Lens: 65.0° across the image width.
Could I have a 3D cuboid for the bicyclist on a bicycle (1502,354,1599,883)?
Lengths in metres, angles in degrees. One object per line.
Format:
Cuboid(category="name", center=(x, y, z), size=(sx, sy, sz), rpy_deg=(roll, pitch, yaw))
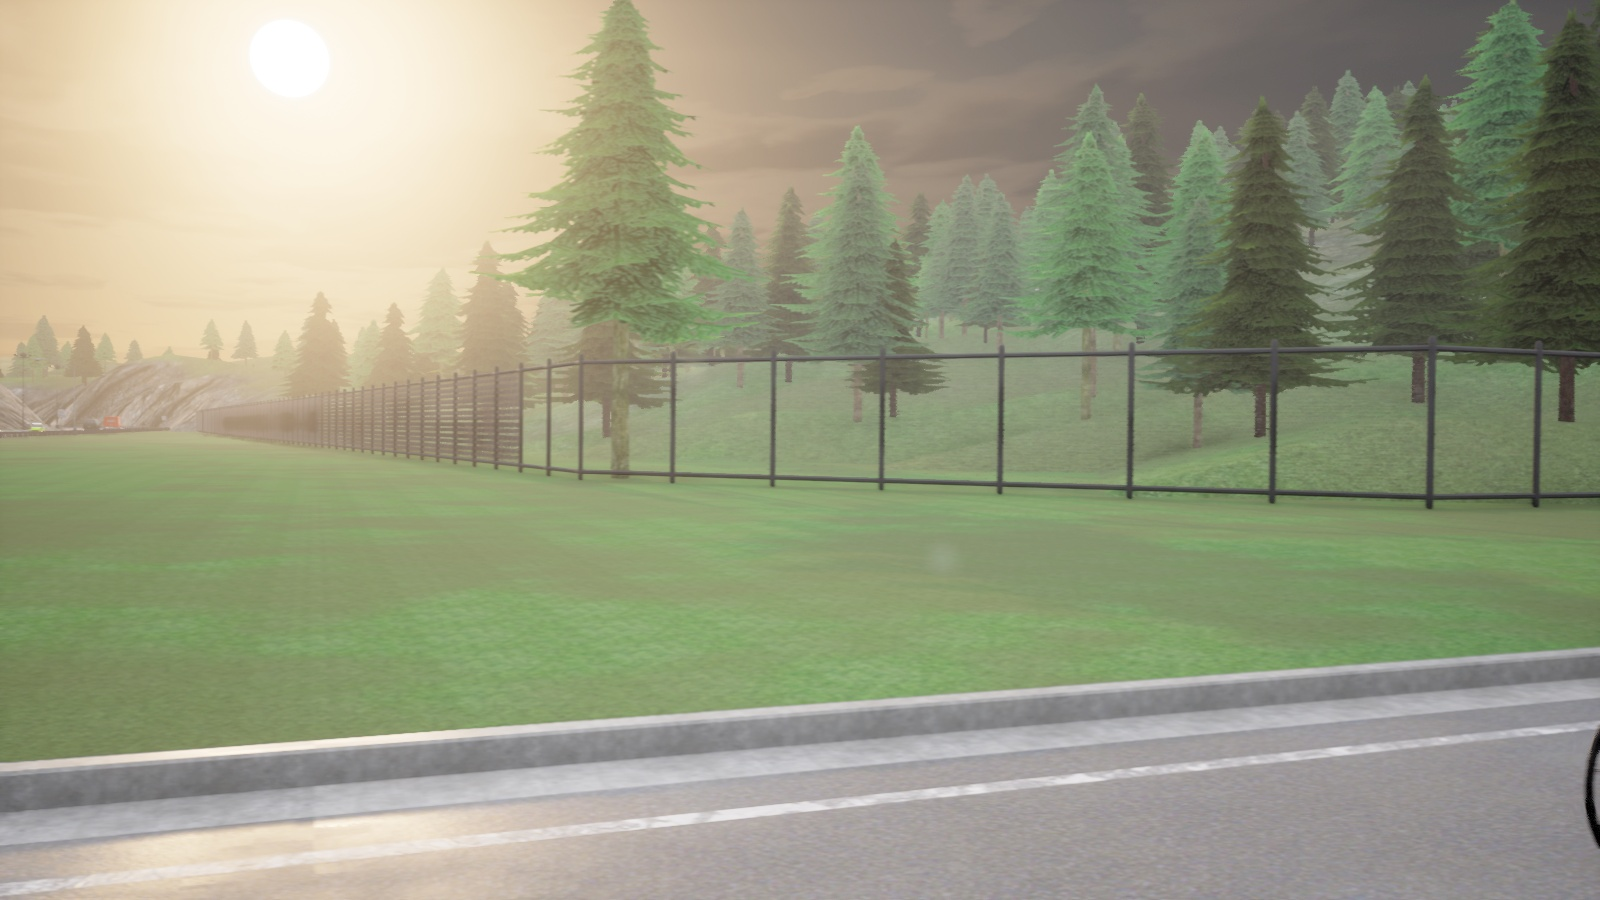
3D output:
Cuboid(category="bicyclist on a bicycle", center=(3.529, 0.556, 4.577), size=(1.843, 1.776, 0.659), rpy_deg=(-1, 1, -21))
